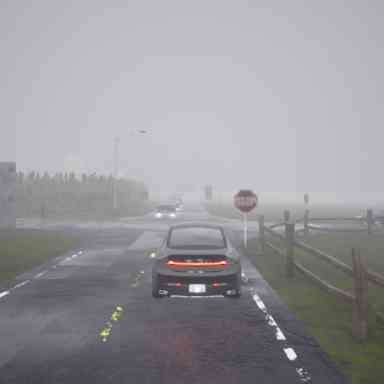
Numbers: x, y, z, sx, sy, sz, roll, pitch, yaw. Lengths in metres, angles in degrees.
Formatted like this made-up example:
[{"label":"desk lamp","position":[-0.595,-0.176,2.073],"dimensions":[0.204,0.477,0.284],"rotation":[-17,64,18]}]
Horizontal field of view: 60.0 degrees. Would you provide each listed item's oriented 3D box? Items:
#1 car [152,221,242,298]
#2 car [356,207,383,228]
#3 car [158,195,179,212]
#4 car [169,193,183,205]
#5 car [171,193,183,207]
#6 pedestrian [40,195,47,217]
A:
[{"label":"car","position":[0.094,1.506,8.468],"dimensions":[1.837,1.490,4.892],"rotation":[0,0,0]},{"label":"car","position":[14.614,1.795,24.328],"dimensions":[4.902,1.511,2.128],"rotation":[1,-1,0]},{"label":"car","position":[-2.885,1.483,38.734],"dimensions":[1.882,1.535,5.008],"rotation":[0,0,0]},{"label":"car","position":[-2.885,1.230,59.684],"dimensions":[2.150,2.045,5.566],"rotation":[0,0,1]},{"label":"car","position":[-2.888,1.359,49.020],"dimensions":[2.097,1.767,4.553],"rotation":[0,0,0]},{"label":"pedestrian","position":[-12.195,1.140,27.240],"dimensions":[0.375,1.860,0.375],"rotation":[0,-2,0]}]
